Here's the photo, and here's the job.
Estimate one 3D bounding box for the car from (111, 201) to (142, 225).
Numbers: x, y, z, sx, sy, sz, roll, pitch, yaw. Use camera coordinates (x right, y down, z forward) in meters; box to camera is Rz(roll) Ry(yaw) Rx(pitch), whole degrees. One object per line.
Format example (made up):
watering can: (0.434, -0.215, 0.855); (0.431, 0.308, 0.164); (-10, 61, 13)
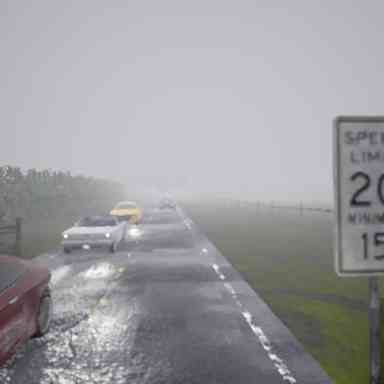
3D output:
car: (-4.652, 1.470, 23.920); (1.882, 1.535, 5.008); (-1, 0, -4)

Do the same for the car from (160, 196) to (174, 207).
car: (-3.805, 1.447, 50.749); (2.033, 1.411, 5.357); (-1, 0, -4)

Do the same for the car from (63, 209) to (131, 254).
car: (-3.863, 1.611, 13.823); (1.895, 1.301, 4.718); (-1, 0, -4)

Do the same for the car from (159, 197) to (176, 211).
car: (-2.923, 1.528, 39.412); (1.895, 1.301, 4.718); (-1, 0, -4)

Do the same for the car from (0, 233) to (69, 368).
car: (-3.090, 1.551, 3.860); (1.812, 1.442, 4.674); (-1, 0, -5)
